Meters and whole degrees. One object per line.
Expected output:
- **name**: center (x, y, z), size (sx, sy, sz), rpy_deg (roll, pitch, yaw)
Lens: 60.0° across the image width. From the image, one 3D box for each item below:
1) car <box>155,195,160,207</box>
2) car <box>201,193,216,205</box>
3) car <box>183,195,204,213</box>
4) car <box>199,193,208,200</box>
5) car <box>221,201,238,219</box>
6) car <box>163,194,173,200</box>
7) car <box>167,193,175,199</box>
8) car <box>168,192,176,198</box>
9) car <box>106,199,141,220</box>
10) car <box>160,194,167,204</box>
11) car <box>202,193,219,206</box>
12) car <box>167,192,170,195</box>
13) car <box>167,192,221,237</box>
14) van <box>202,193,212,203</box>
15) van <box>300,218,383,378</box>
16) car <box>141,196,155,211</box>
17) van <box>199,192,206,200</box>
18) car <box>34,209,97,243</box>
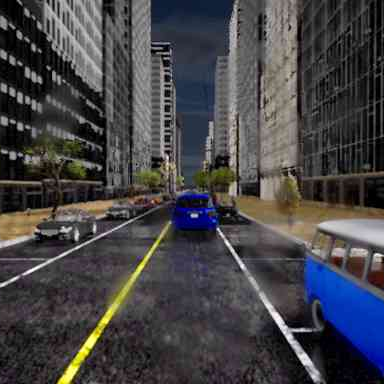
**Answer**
- **car**: center (-5.688, 1.231, 43.857), size (1.967, 1.590, 4.097), rpy_deg (-1, 0, 0)
- **car**: center (2.694, 1.052, 55.222), size (2.192, 1.841, 5.009), rpy_deg (-1, 0, 0)
- **car**: center (0.111, 1.184, 35.364), size (2.097, 1.767, 4.553), rpy_deg (0, 0, 0)
- **car**: center (2.701, 1.066, 77.957), size (1.967, 1.590, 4.097), rpy_deg (-1, 0, 0)
- **car**: center (2.689, 1.423, 26.805), size (2.008, 1.369, 4.403), rpy_deg (-1, 0, 0)
- **car**: center (-5.678, 1.176, 77.960), size (2.008, 1.369, 4.403), rpy_deg (-1, 0, 0)
- **car**: center (-5.676, 1.009, 89.326), size (1.967, 1.590, 4.097), rpy_deg (-1, 0, 0)
- **car**: center (-5.676, 0.856, 95.009), size (2.192, 1.841, 5.009), rpy_deg (-1, 0, 0)
- **car**: center (-5.691, 1.423, 26.807), size (2.008, 1.369, 4.403), rpy_deg (-1, 0, 0)
- **car**: center (-5.684, 1.263, 55.055), size (1.752, 1.417, 4.829), rpy_deg (-1, 0, 0)
- **car**: center (2.693, 1.079, 49.538), size (2.192, 1.841, 5.009), rpy_deg (-1, 0, 0)
- **car**: center (-5.681, 1.247, 66.592), size (1.947, 1.339, 4.313), rpy_deg (-1, 0, 0)
- **car**: center (0.105, 1.139, 17.436), size (2.150, 2.045, 5.566), rpy_deg (0, 0, 0)
- **van**: center (2.696, 1.050, 60.906), size (1.690, 1.788, 3.998), rpy_deg (-1, 0, 0)
- **van**: center (2.681, 1.321, 4.070), size (1.690, 1.788, 3.998), rpy_deg (-1, 0, 0)
- **car**: center (-5.688, 1.400, 38.174), size (1.802, 1.307, 4.206), rpy_deg (-1, 0, 0)
- **van**: center (2.702, 0.938, 83.639), size (1.690, 1.788, 3.998), rpy_deg (-1, 0, 0)
- **car**: center (-5.694, 1.478, 15.440), size (2.008, 1.369, 4.403), rpy_deg (-1, 0, 0)
